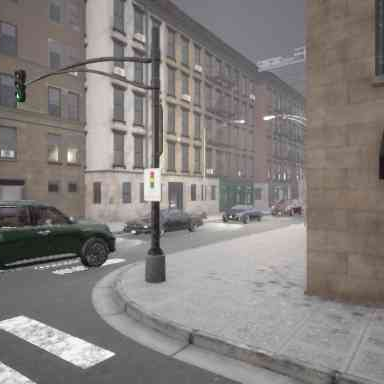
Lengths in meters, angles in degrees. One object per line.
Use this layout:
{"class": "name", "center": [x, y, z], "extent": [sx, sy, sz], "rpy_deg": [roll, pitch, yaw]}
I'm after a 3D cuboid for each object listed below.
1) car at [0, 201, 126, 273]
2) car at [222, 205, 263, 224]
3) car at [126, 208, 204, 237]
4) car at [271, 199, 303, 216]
{"class": "car", "center": [-4.714, 1.246, 9.106], "extent": [2.150, 2.045, 5.566], "rpy_deg": [0, 0, 35]}
{"class": "car", "center": [4.064, 1.696, 26.503], "extent": [1.994, 1.385, 4.181], "rpy_deg": [0, 0, 36]}
{"class": "car", "center": [-1.388, 1.630, 18.861], "extent": [2.033, 1.411, 5.357], "rpy_deg": [0, 0, 35]}
{"class": "car", "center": [9.979, 1.539, 34.789], "extent": [2.097, 1.767, 4.553], "rpy_deg": [0, 0, 35]}
